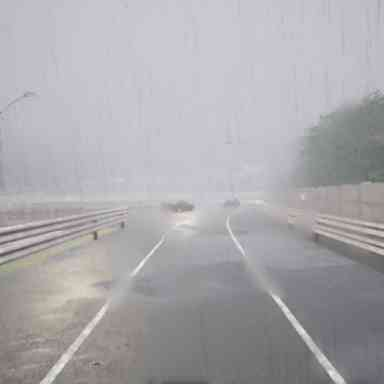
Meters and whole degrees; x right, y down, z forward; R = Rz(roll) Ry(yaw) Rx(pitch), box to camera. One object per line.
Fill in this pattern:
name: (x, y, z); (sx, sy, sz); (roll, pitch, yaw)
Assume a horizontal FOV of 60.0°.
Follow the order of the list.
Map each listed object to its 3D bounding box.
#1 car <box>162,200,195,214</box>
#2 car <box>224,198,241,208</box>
car: (-1.445, 1.659, 38.202); (1.882, 1.535, 5.008); (0, 0, 32)
car: (6.563, 1.780, 53.744); (1.837, 1.490, 4.892); (0, 0, 23)
